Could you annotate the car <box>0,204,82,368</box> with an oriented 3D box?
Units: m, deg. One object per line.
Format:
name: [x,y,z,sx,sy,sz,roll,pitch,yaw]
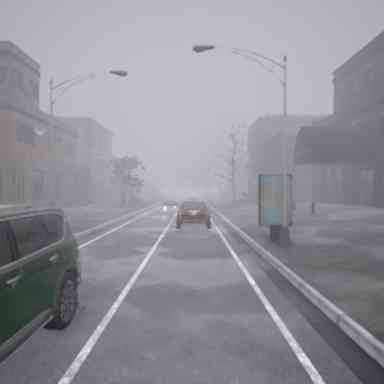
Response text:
car: [-3.102,1.219,3.971,2.150,2.045,5.566,0,0,0]

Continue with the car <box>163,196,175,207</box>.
car: [-3.084,1.321,48.382,1.812,1.442,4.674,0,0,0]

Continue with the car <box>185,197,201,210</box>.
car: [0.088,1.342,40.426,1.837,1.490,4.892,0,0,0]

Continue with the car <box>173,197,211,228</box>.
car: [0.092,1.287,21.995,2.097,1.767,4.553,0,0,0]
